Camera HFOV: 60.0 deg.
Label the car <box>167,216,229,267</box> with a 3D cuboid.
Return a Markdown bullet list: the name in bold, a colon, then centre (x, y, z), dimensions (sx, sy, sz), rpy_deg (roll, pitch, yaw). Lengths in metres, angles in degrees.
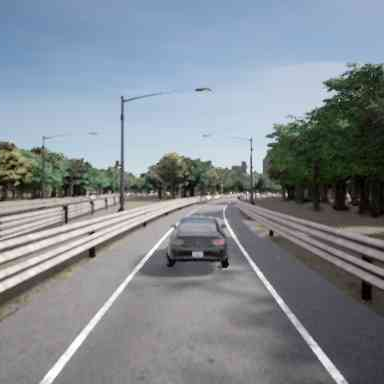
- **car**: centre (0.220, 1.543, 11.384), dimensions (1.812, 1.442, 4.674), rpy_deg (0, 0, 2)
